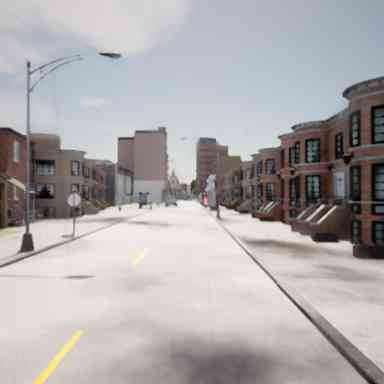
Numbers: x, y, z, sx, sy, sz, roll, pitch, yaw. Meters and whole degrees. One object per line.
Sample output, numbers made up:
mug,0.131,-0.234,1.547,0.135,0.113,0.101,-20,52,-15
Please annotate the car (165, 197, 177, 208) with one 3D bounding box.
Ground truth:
car,-4.019,1.913,64.478,2.150,2.045,5.566,0,-1,1
